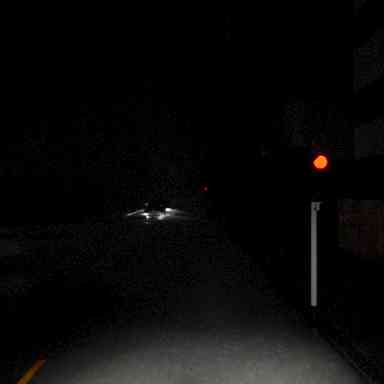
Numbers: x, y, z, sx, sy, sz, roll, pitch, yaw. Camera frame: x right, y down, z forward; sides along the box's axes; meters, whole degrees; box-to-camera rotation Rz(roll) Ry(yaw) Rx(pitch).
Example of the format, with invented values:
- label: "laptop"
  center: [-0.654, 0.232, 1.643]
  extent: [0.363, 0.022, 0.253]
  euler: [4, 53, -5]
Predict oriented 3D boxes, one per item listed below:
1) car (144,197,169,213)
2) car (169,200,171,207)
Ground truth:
- label: "car"
  center: [-4.107, 1.352, 37.633]
  extent: [2.097, 1.767, 4.553]
  euler: [0, 0, 0]
- label: "car"
  center: [-4.090, 1.601, 47.695]
  extent: [1.895, 1.301, 4.718]
  euler: [0, 0, 0]
